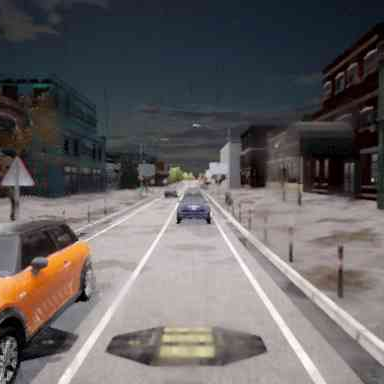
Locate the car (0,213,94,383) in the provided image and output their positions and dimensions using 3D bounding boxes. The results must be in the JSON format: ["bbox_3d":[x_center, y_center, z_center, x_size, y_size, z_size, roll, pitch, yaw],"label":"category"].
[{"bbox_3d":[-3.129,1.319,5.150,2.097,1.767,4.553,-1,1,0],"label":"car"}]

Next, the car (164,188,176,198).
[{"bbox_3d":[-3.068,0.119,49.024,2.033,1.411,5.357,0,2,0],"label":"car"}]

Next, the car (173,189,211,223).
[{"bbox_3d":[0.099,0.932,21.898,2.097,1.767,4.553,0,2,0],"label":"car"}]
